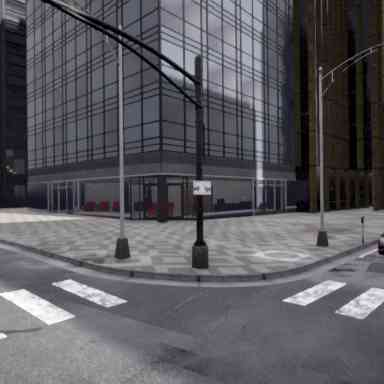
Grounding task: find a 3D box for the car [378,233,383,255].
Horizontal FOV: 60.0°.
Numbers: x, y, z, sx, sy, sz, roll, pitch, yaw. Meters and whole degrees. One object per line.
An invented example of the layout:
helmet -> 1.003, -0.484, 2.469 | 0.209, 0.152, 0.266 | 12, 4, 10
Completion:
car -> 8.616, 1.701, 12.988 | 1.802, 1.307, 4.206 | -2, -1, 43
